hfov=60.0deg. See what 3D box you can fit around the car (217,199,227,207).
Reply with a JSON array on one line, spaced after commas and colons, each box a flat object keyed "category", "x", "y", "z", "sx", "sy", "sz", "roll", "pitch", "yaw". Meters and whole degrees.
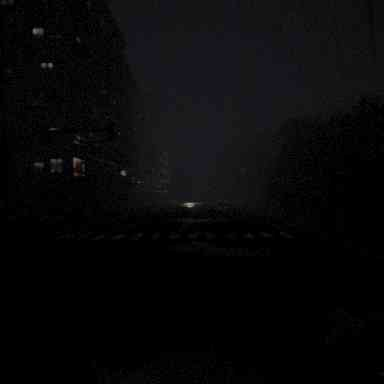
[{"category": "car", "x": 6.029, "y": 2.104, "z": 66.372, "sx": 2.128, "sy": 1.511, "sz": 4.902, "roll": -1, "pitch": -1, "yaw": 2}]
